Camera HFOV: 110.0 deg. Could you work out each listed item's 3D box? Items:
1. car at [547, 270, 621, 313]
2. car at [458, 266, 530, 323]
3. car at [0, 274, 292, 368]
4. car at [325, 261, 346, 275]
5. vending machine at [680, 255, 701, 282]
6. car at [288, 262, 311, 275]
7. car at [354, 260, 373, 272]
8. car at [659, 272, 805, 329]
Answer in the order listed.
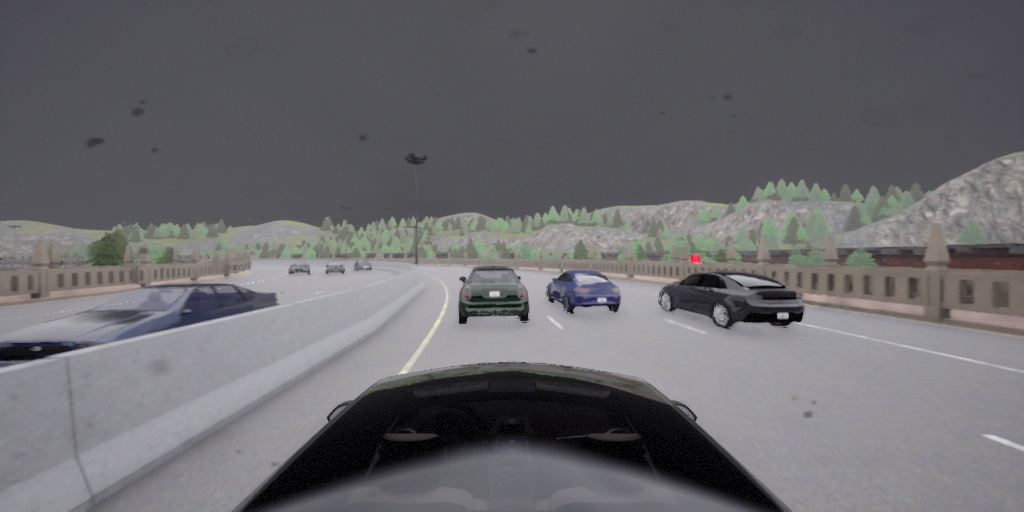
[{"bbox_3d":[2.630,1.263,13.875,1.812,1.442,4.674,0,0,-7],"label":"car"},{"bbox_3d":[-0.725,1.103,12.323,2.097,1.767,4.553,0,0,-6],"label":"car"},{"bbox_3d":[-7.433,1.326,8.024,2.033,1.411,5.357,0,0,-4],"label":"car"},{"bbox_3d":[-20.020,1.349,40.692,1.812,1.442,4.674,0,0,-26],"label":"car"},{"bbox_3d":[12.375,0.892,24.896,1.100,2.100,0.880,0,0,-12],"label":"vending machine"},{"bbox_3d":[-23.641,1.402,40.097,1.994,1.385,4.181,0,0,-27],"label":"car"},{"bbox_3d":[-19.822,1.311,47.741,2.128,1.511,4.902,0,0,-30],"label":"car"},{"bbox_3d":[6.444,1.228,11.215,1.837,1.490,4.892,0,0,-5],"label":"car"}]
